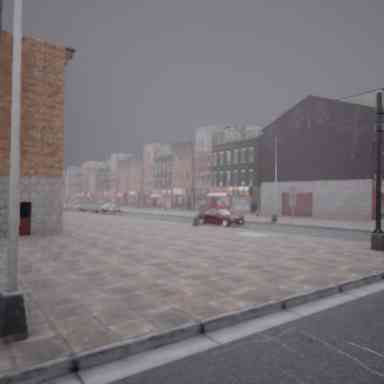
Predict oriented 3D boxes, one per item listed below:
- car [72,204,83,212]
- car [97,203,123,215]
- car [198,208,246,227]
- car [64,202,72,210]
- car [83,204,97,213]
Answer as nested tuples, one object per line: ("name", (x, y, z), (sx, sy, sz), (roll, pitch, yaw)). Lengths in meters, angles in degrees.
("car", (-17.119, 2.510, 53.178), (1.947, 1.339, 4.313), (0, -1, -36))
("car", (-10.657, 2.207, 44.193), (1.967, 1.590, 4.097), (0, -1, -36))
("car", (2.268, 1.968, 26.217), (1.887, 1.381, 4.507), (0, -1, -36))
("car", (-23.482, 2.644, 62.028), (1.752, 1.417, 4.829), (0, -1, -36))
("car", (-13.887, 2.421, 48.684), (1.947, 1.339, 4.313), (0, -1, -36))
